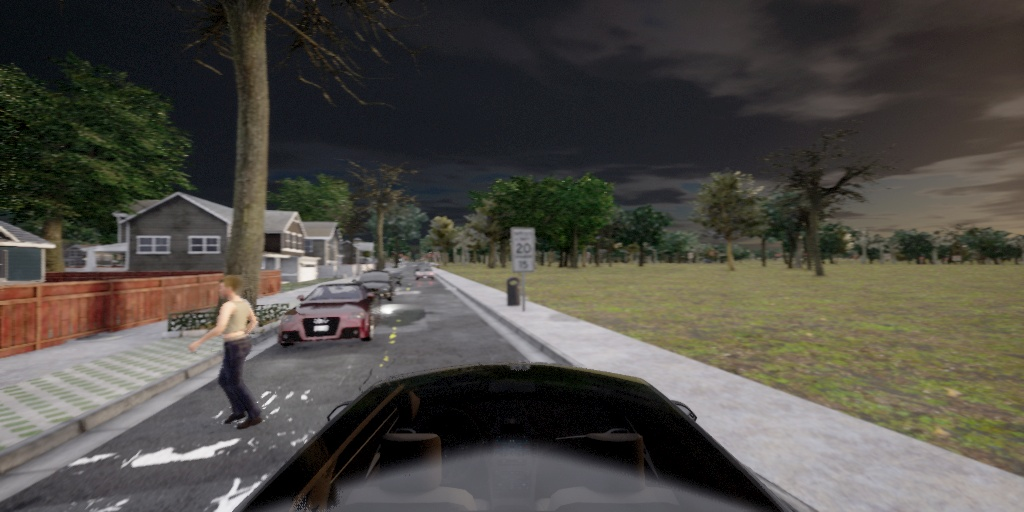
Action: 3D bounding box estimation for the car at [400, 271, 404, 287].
[{"bbox_3d":[-9.971,1.803,29.583,1.895,1.301,4.718,-1,-1,-15],"label":"car"}]

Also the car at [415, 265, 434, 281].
[{"bbox_3d":[-9.355,1.896,38.548,1.895,1.301,4.718,-1,-1,-14],"label":"car"}]

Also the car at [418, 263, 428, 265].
[{"bbox_3d":[-11.990,1.790,48.342,2.097,1.767,4.553,-1,-1,-15],"label":"car"}]

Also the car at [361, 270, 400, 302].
[{"bbox_3d":[-7.187,1.552,19.015,1.837,1.490,4.892,-1,-1,-15],"label":"car"}]

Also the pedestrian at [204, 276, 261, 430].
[{"bbox_3d":[-3.374,1.120,4.354,0.375,1.860,0.375,0,-2,-15],"label":"pedestrian"}]

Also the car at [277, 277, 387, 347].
[{"bbox_3d":[-4.811,1.475,10.001,1.994,1.385,4.181,-1,-1,-15],"label":"car"}]
